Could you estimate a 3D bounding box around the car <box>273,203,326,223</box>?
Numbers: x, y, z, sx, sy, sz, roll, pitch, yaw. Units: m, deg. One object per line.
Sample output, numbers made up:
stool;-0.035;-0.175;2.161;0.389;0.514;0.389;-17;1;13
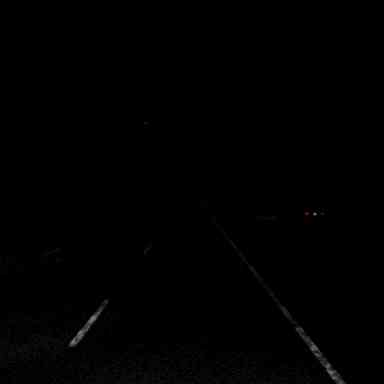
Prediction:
car;8.144;1.580;25.656;2.033;1.411;5.357;0;0;-10
